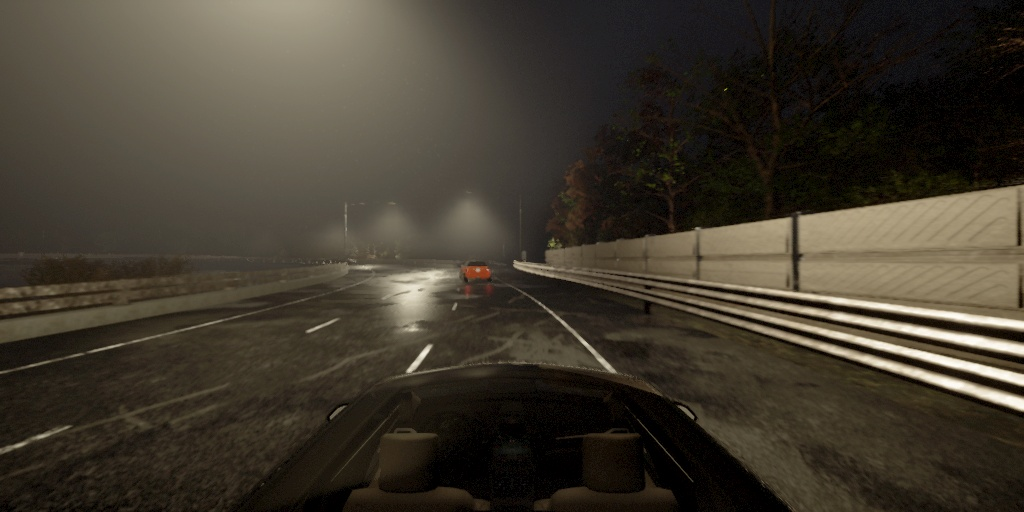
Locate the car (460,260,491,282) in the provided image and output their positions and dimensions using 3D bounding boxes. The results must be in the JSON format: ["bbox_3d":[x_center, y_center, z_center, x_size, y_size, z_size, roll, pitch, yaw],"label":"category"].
[{"bbox_3d":[-3.085,1.115,29.394,2.097,1.767,4.553,0,0,-13],"label":"car"}]
